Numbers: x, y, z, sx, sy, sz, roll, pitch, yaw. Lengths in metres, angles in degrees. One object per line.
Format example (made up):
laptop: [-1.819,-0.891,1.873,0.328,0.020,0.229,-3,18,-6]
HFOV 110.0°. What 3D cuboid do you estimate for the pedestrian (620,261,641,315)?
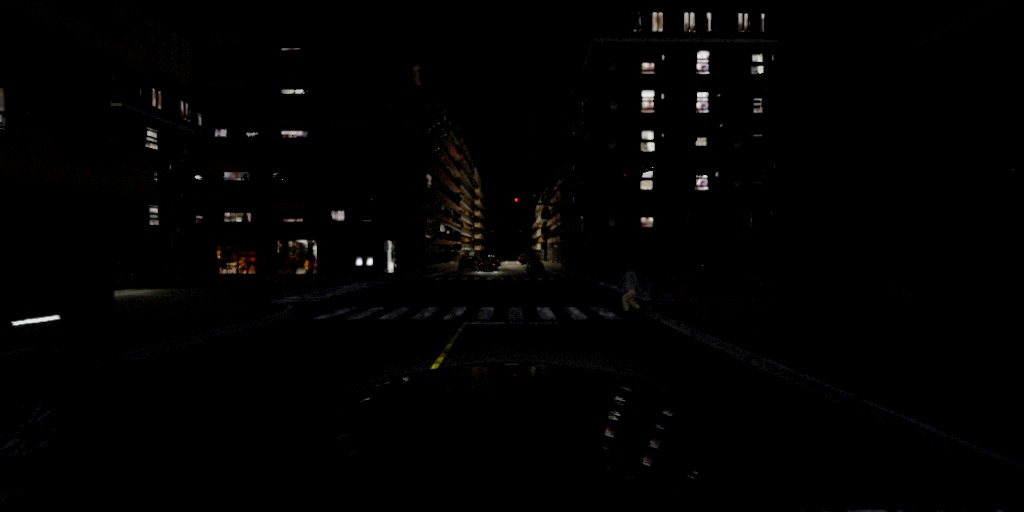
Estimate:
pedestrian: [3.801,0.998,11.551,0.375,1.860,0.375,-1,1,0]

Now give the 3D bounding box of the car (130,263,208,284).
car: [-23.403,1.160,24.511,4.403,1.370,2.007,0,0,-1]

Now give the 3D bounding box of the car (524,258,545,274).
car: [2.580,1.158,38.273,1.802,1.307,4.207,0,0,0]

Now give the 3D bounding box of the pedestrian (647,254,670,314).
pedestrian: [4.463,0.846,10.947,0.375,1.860,0.375,-1,1,0]

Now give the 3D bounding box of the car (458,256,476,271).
car: [-5.299,0.864,43.874,2.192,1.841,5.009,0,0,0]

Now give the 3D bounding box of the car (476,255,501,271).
car: [-2.813,0.904,43.160,2.097,1.767,4.553,0,0,0]

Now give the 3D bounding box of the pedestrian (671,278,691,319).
pedestrian: [4.923,0.850,10.348,0.375,1.860,0.375,-1,1,0]

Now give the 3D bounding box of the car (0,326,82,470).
car: [-5.445,1.189,1.897,1.967,1.591,4.097,0,0,0]

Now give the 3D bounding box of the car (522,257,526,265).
car: [2.582,1.099,43.811,2.007,1.370,4.403,0,0,0]

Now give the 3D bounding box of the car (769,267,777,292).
car: [14.736,1.278,16.966,4.313,1.339,1.948,0,0,-1]
